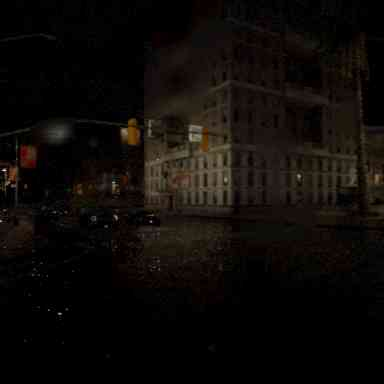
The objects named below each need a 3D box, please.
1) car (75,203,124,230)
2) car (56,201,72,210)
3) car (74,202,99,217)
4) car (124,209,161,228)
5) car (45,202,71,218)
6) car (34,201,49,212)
[{"bbox_3d":[-7.152,1.877,25.294,2.097,1.767,4.553,0,-1,-31],"label":"car"},{"bbox_3d":[-22.377,2.678,57.920,2.033,1.411,5.357,0,-1,-31],"label":"car"},{"bbox_3d":[-13.790,2.256,43.425,2.097,1.767,4.553,0,-1,-31],"label":"car"},{"bbox_3d":[-4.119,2.108,27.038,1.994,1.385,4.181,0,-1,-31],"label":"car"},{"bbox_3d":[-16.911,2.390,41.827,1.837,1.490,4.892,0,-1,-31],"label":"car"},{"bbox_3d":[-25.373,2.528,56.113,2.128,1.511,4.902,0,-1,-31],"label":"car"}]
